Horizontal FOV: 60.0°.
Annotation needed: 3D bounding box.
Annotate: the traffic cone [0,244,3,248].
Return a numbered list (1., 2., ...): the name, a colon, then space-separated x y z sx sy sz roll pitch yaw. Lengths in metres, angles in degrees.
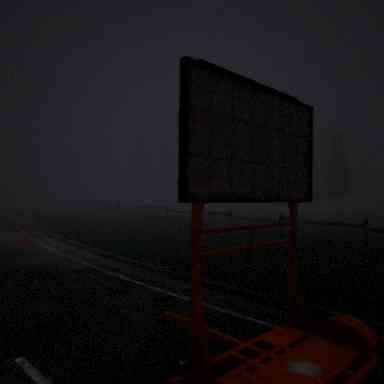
1. traffic cone: -8.017 1.997 13.706 0.340 0.580 0.340 1 -1 -44

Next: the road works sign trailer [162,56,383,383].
1. road works sign trailer: 0.589 0.519 3.946 2.380 3.560 2.880 1 -1 -44

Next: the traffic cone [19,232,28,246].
1. traffic cone: -7.292 2.013 14.395 0.340 0.580 0.340 1 -1 -44
